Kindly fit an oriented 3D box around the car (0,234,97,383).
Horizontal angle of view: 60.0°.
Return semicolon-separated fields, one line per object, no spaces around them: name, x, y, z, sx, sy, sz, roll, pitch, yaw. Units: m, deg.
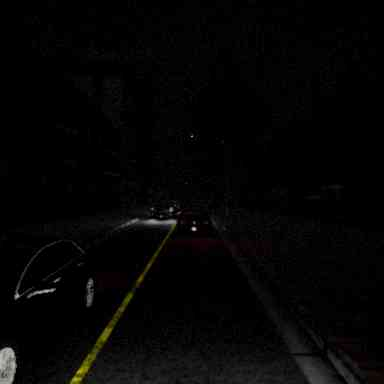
car;-2.824;1.474;4.882;1.837;1.490;4.892;1;0;0

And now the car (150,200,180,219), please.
car;-2.542;1.498;30.297;2.097;1.767;4.553;1;-1;1

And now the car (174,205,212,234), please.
car;0.141;1.682;19.896;1.895;1.301;4.718;1;0;0

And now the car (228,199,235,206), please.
car;11.485;2.856;88.843;5.009;1.841;2.192;2;-2;1
